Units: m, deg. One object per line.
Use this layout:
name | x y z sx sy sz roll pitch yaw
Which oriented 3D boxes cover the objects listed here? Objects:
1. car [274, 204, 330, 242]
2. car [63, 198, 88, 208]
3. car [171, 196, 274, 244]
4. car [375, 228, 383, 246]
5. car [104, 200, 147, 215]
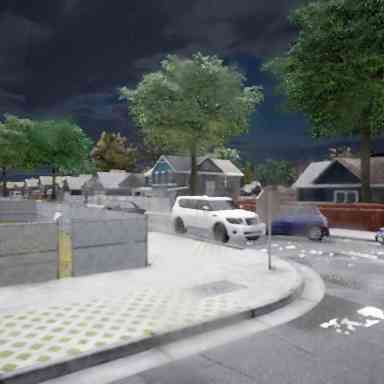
car | 4.479 1.394 16.716 4.553 1.767 2.097 0 0 20
car | -13.113 1.435 37.211 2.128 1.511 4.902 1 0 -35
car | 1.062 1.232 16.431 2.150 2.045 5.566 1 0 -35
car | 9.670 1.618 12.875 4.674 1.442 1.812 1 0 3
car | -5.269 1.451 26.021 1.882 1.535 5.008 1 0 -35
